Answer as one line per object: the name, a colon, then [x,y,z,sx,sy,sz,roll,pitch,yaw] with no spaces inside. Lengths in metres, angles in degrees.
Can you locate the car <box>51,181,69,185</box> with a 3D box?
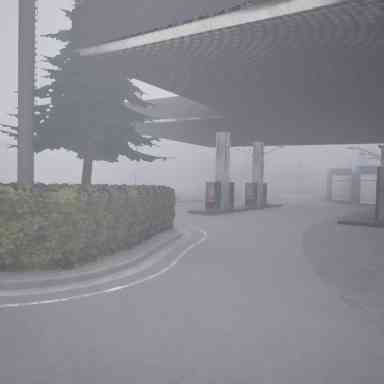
car: [-26.795,-1.260,65.478,3.866,1.878,1.905,2,2,35]

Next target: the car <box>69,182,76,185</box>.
car: [-25.457,-1.284,68.090,4.605,1.855,1.932,2,2,35]

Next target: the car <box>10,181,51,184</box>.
car: [-17.252,-0.182,35.232,3.866,1.878,1.905,2,2,35]

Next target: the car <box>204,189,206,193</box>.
car: [4.868,-0.306,65.621,5.027,1.636,2.152,2,2,35]

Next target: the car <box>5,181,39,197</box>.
car: [-21.784,-0.469,42.450,4.605,1.855,1.932,2,2,35]
